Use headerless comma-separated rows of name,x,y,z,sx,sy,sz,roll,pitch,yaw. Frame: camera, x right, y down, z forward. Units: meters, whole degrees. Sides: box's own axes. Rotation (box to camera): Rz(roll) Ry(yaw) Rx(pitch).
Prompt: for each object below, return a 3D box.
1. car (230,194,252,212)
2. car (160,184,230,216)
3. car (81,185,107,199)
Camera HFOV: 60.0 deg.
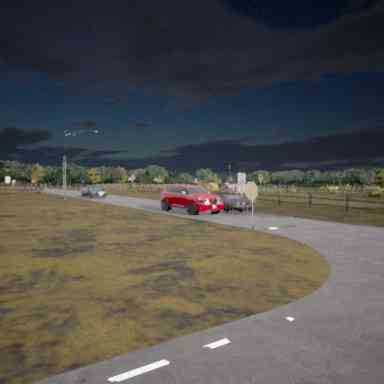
car,2.221,0.774,25.434,2.033,1.411,5.357,-1,3,-37
car,-0.176,0.475,23.627,2.150,2.045,5.566,-1,3,-36
car,-11.636,-0.044,39.455,2.128,1.511,4.902,-1,3,-36
